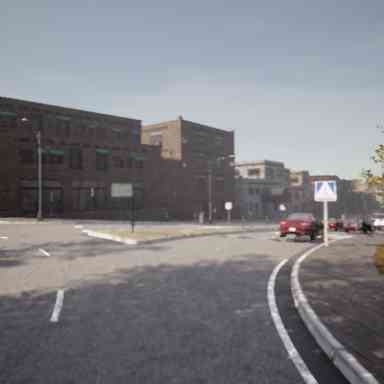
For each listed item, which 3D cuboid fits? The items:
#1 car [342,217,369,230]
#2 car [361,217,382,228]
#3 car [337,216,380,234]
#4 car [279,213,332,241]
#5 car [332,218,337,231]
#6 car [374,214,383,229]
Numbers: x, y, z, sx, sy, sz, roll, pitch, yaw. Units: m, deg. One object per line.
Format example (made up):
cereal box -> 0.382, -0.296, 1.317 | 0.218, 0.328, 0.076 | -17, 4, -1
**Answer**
car -> 21.593, 4.110, 43.789 | 2.128, 1.511, 4.902 | -1, -5, 39
car -> 27.886, 4.757, 51.586 | 1.882, 1.535, 5.008 | -1, -4, 39
car -> 15.649, 3.144, 31.083 | 2.033, 1.411, 5.357 | -1, -5, 39
car -> 6.461, 1.980, 19.166 | 1.812, 1.442, 4.674 | 0, -5, 33
car -> 14.911, 3.459, 35.341 | 1.895, 1.301, 4.718 | -1, -5, 39
car -> 24.202, 3.796, 41.853 | 2.150, 2.045, 5.566 | -1, -5, 39
